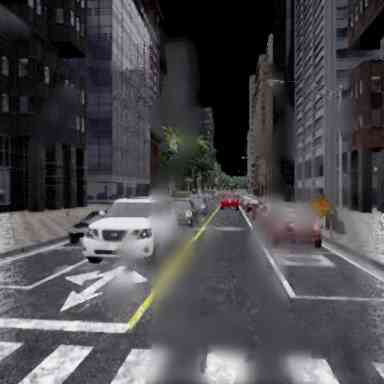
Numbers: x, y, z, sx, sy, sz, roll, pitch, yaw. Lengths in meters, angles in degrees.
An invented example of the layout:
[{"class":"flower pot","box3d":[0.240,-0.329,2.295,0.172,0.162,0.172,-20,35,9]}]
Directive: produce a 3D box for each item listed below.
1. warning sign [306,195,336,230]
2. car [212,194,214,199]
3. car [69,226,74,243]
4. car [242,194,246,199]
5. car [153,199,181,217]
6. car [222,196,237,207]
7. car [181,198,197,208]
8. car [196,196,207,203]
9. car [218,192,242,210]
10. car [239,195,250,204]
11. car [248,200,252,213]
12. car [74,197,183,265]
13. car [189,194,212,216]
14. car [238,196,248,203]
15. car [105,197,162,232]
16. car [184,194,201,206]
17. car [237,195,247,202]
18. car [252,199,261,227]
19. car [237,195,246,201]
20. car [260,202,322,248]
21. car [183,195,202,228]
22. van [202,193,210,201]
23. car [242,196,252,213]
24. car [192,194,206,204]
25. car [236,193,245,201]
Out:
[{"class":"warning sign","box3d":[7.028,1.085,18.144,1.300,1.860,1.060,0,0,7]},{"class":"car","box3d":[3.944,1.353,85.818,1.967,1.590,4.097,0,0,7]},{"class":"car","box3d":[-4.157,1.545,15.746,1.947,1.339,4.313,0,0,7]},{"class":"car","box3d":[8.069,1.459,47.268,1.752,1.417,4.829,0,0,7]},{"class":"car","box3d":[-2.307,1.482,31.747,1.752,1.417,4.829,0,0,7]},{"class":"car","box3d":[5.809,1.424,51.741,2.128,1.511,4.902,0,0,7]},{"class":"car","box3d":[-0.418,1.520,48.087,1.802,1.307,4.206,0,0,7]},{"class":"car","box3d":[2.075,1.467,69.647,1.887,1.381,4.507,0,0,7]},{"class":"car","box3d":[4.702,1.163,41.297,2.150,2.045,5.566,0,0,7]},{"class":"car","box3d":[9.918,1.361,63.266,1.967,1.590,4.097,0,0,7]},{"class":"car","box3d":[5.557,1.542,25.542,1.802,1.307,4.206,0,0,7]},{"class":"car","box3d":[-1.900,1.206,12.075,2.150,2.045,5.566,0,0,7]},{"class":"car","box3d":[0.439,1.307,32.167,2.097,1.767,4.553,0,0,7]},{"class":"car","box3d":[10.541,1.463,68.655,1.887,1.381,4.507,0,0,7]},{"class":"car","box3d":[-3.535,1.286,21.136,2.192,1.841,5.009,0,0,7]},{"class":"car","box3d":[0.204,1.248,53.477,2.192,1.841,5.009,0,0,7]},{"class":"car","box3d":[11.165,1.466,74.044,2.008,1.369,4.403,0,0,7]},{"class":"car","box3d":[4.934,1.408,20.153,1.967,1.590,4.097,0,0,7]},{"class":"car","box3d":[11.808,1.438,79.602,1.752,1.417,4.829,0,0,7]},{"class":"car","box3d":[4.310,1.416,14.764,1.967,1.590,4.097,0,0,7]},{"class":"car","box3d":[-0.744,1.321,22.034,2.097,1.767,4.553,0,0,7]},{"class":"van","box3d":[3.321,1.257,80.427,1.690,1.788,3.998,0,0,7]},{"class":"car","box3d":[6.803,1.491,36.320,1.887,1.381,4.507,0,0,7]},{"class":"car","box3d":[1.451,1.240,64.257,2.192,1.841,5.009,0,0,7]},{"class":"car","box3d":[12.411,1.224,84.822,2.192,1.841,5.009,0,0,7]}]
